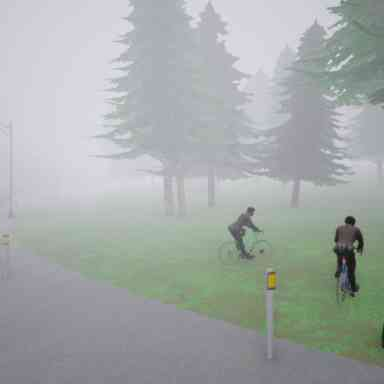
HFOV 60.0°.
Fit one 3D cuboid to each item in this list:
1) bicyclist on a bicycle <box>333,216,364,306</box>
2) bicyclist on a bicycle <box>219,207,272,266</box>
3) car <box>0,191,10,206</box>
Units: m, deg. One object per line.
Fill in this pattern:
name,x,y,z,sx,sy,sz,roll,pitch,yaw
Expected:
bicyclist on a bicycle,3.102,1.319,6.617,0.582,1.620,1.656,2,3,37
bicyclist on a bicycle,1.511,1.242,9.329,1.656,1.620,0.582,-2,2,-16
car,-22.589,0.615,38.719,2.097,1.767,4.553,0,3,-13
